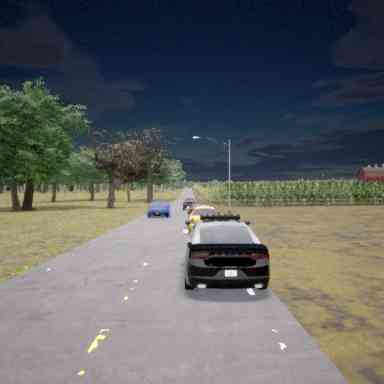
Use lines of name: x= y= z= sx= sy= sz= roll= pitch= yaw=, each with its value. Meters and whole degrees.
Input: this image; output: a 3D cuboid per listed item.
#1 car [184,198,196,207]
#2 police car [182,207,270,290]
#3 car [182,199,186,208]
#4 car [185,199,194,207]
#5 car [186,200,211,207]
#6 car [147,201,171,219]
car: x=-0.421 y=1.879 z=60.017 sx=2.033 sy=1.411 sz=5.357 roll=0 pitch=0 yaw=0
police car: x=0.762 y=1.430 z=9.259 sx=1.930 sy=1.638 sz=5.238 roll=0 pitch=0 yaw=0
car: x=-0.313 y=1.723 z=46.193 sx=1.837 sy=1.490 sz=4.892 roll=0 pitch=-1 yaw=0
car: x=0.650 y=1.537 z=25.155 sx=1.882 sy=1.535 sz=5.008 roll=0 pitch=0 yaw=0
car: x=0.691 y=1.488 z=19.341 sx=1.801 sy=1.575 sz=5.366 roll=0 pitch=0 yaw=0
car: x=-2.962 y=1.569 z=30.541 sx=1.882 sy=1.535 sz=5.008 roll=0 pitch=0 yaw=0
